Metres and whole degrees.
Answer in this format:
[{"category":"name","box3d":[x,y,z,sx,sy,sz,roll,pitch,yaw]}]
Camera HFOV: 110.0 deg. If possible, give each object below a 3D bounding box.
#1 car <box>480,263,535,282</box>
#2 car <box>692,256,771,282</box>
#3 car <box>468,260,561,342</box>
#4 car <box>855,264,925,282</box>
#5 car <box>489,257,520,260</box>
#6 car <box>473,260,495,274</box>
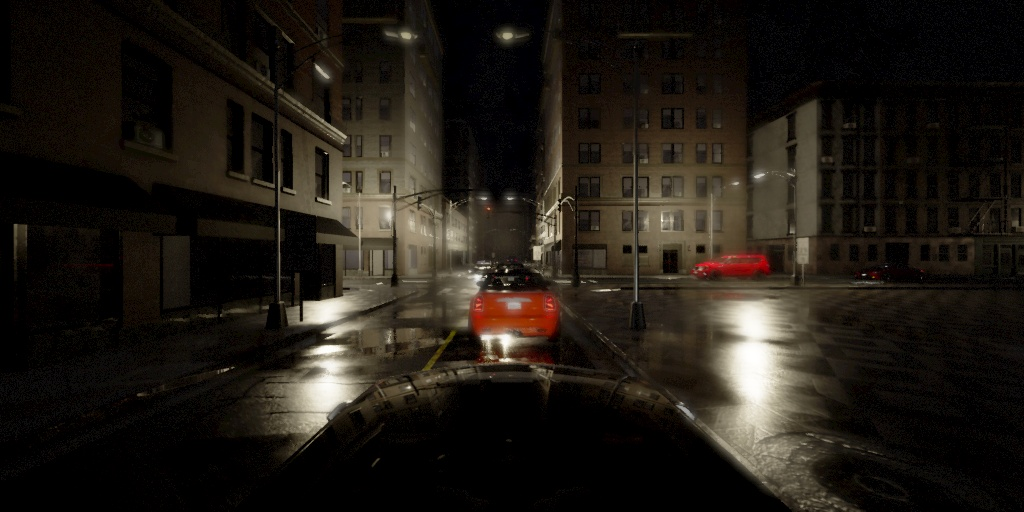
[{"category":"car","box3d":[-0.330,1.313,28.448,4.181,1.385,1.994,0,0,-1]},{"category":"car","box3d":[17.443,0.977,28.606,5.566,2.045,2.150,0,0,0]},{"category":"car","box3d":[0.058,1.102,9.904,2.097,1.767,4.553,0,0,0]},{"category":"car","box3d":[30.180,1.320,28.718,4.181,1.385,1.994,0,0,0]},{"category":"car","box3d":[-0.161,1.101,18.825,2.097,1.767,4.553,0,0,-3]},{"category":"car","box3d":[-3.174,1.239,41.223,2.128,1.511,4.902,0,0,0]}]
